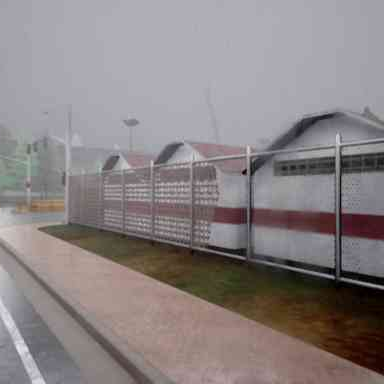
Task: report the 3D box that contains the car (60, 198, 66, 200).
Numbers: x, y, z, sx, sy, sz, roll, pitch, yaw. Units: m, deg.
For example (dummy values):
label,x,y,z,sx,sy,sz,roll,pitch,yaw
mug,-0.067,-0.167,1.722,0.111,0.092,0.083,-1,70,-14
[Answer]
label,x,y,z,sx,sy,sz,roll,pitch,yaw
car,-16.154,1.436,43.095,5.008,1.535,1.882,0,0,-38
